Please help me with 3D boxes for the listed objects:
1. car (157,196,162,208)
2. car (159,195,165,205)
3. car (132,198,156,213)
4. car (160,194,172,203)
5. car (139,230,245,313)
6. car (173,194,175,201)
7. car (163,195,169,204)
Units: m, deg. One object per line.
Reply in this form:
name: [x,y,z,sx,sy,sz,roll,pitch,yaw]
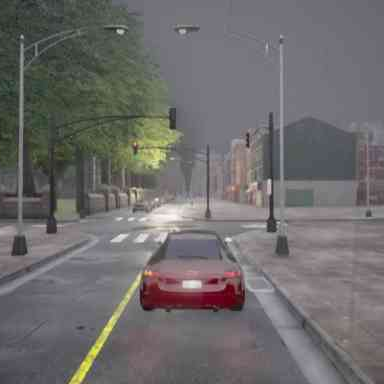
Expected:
car: [-5.534,1.564,43.962,2.008,1.369,4.403,1,0,0]
car: [-5.577,1.586,49.412,1.947,1.339,4.313,1,0,0]
car: [-5.505,1.557,36.827,2.008,1.369,4.403,1,0,0]
car: [-5.701,1.372,65.763,2.192,1.841,5.009,1,0,0]
car: [0.021,1.562,7.744,1.994,1.385,4.181,0,0,1]
car: [-5.834,1.557,82.113,1.967,1.590,4.097,1,0,0]
car: [-5.664,1.624,60.312,1.802,1.307,4.206,1,0,0]
